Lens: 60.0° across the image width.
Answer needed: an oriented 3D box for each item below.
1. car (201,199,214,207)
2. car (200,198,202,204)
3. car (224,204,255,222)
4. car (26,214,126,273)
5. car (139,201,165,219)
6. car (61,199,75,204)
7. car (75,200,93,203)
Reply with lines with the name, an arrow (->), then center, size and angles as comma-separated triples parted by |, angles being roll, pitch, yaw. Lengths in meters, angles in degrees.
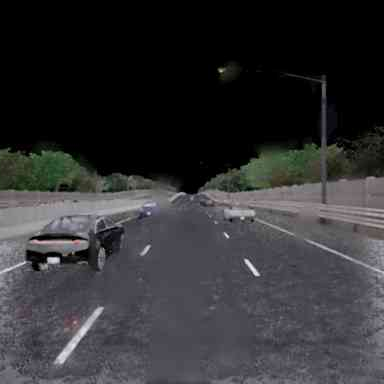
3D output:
car -> 3.511, 2.248, 69.575 | 2.033, 1.649, 4.856 | 0, -1, 0
car -> 3.513, 2.571, 80.573 | 1.812, 1.442, 4.674 | 0, -1, 0
car -> 3.604, 1.594, 25.962 | 1.895, 1.301, 4.718 | 0, 0, 0
car -> -3.398, 1.458, 10.587 | 2.128, 1.511, 4.902 | 0, 0, 0
car -> -3.395, 1.540, 28.567 | 1.812, 1.442, 4.674 | 0, -1, 0
car -> -21.028, 2.028, 57.701 | 1.882, 1.535, 5.008 | 0, -1, 1
car -> -17.530, 2.078, 56.146 | 1.994, 1.385, 4.181 | 0, -1, 1
